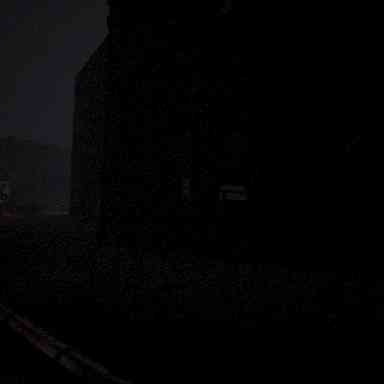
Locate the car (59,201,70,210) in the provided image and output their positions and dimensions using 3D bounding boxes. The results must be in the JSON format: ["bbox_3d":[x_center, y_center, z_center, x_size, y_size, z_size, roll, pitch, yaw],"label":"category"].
[{"bbox_3d":[-18.624,2.138,51.765,2.128,1.511,4.902,4,-1,11],"label":"car"}]

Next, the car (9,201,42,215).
[{"bbox_3d":[-19.802,1.840,39.856,1.882,1.535,5.008,4,-1,3],"label":"car"}]
